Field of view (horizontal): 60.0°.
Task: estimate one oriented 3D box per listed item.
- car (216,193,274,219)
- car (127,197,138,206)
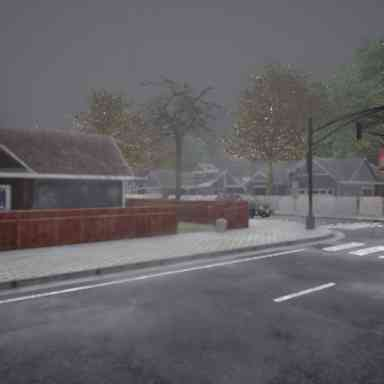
[{"bbox_3d":[4.138,1.119,27.640,2.150,2.045,5.566,0,0,-36],"label":"car"},{"bbox_3d":[-8.170,1.410,44.849,1.882,1.535,5.008,0,0,-35],"label":"car"}]
